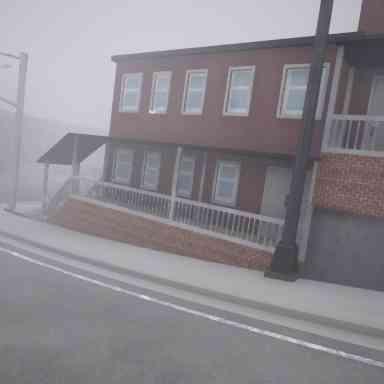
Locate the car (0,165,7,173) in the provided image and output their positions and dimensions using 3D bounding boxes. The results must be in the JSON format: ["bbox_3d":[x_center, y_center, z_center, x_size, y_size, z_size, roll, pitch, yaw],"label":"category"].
[{"bbox_3d":[-19.986,-2.388,30.827,1.895,1.301,4.718,11,7,35],"label":"car"}]

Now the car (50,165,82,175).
[{"bbox_3d":[-15.606,-2.944,42.823,1.895,1.301,4.718,11,7,35],"label":"car"}]

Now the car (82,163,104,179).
[{"bbox_3d":[-10.891,-2.756,43.346,2.150,2.045,5.566,11,7,36],"label":"car"}]
